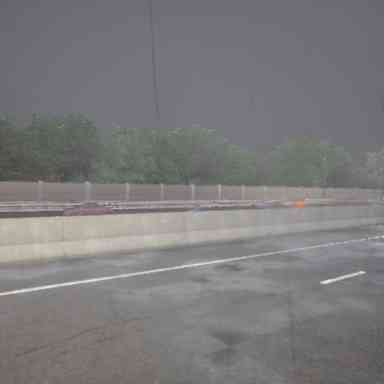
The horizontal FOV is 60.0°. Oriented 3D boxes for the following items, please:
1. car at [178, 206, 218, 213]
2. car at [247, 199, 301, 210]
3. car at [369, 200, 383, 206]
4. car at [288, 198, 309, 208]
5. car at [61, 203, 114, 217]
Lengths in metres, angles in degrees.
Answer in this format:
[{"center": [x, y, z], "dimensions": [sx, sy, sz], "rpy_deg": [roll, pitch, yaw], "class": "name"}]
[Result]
[{"center": [0.343, 1.629, 21.432], "dimensions": [4.181, 1.385, 1.994], "rpy_deg": [0, 0, -36], "class": "car"}, {"center": [7.288, 1.669, 30.702], "dimensions": [5.357, 1.411, 2.033], "rpy_deg": [0, 0, -36], "class": "car"}, {"center": [22.134, 1.712, 37.009], "dimensions": [4.892, 1.490, 1.837], "rpy_deg": [1, -1, -35], "class": "car"}, {"center": [13.263, 1.537, 43.584], "dimensions": [4.553, 1.767, 2.097], "rpy_deg": [0, 0, -35], "class": "car"}, {"center": [-8.729, 1.611, 27.858], "dimensions": [4.181, 1.385, 1.994], "rpy_deg": [0, 0, -35], "class": "car"}]
